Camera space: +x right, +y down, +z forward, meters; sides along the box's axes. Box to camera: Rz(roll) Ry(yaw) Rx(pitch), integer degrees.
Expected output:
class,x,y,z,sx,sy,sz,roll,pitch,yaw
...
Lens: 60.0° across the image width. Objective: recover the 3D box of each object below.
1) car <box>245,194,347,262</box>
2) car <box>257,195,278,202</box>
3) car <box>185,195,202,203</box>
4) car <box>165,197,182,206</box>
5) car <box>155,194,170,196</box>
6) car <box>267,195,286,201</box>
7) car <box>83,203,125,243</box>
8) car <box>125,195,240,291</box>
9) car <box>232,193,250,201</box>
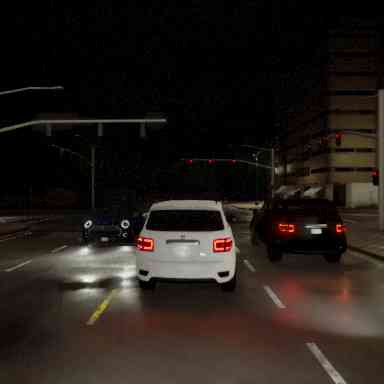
class,x,y,z,sx,sy,sz,roll,pitch,yaw
car,3.584,1.221,12.222,2.150,2.045,5.566,0,0,0
car,18.243,1.540,80.268,5.357,1.411,2.033,0,0,-33
car,0.357,1.500,69.693,1.837,1.490,4.892,0,0,23
car,-3.066,1.547,57.002,2.033,1.411,5.357,0,0,6
car,-3.570,1.246,39.940,2.150,2.045,5.566,0,0,0
car,21.885,1.524,86.292,4.674,1.442,1.812,0,0,-22
car,-3.598,1.352,15.926,2.097,1.767,4.553,0,0,0
car,0.021,1.221,9.198,2.150,2.045,5.566,0,0,4
car,13.115,1.225,80.779,5.566,2.045,2.150,0,0,-41
